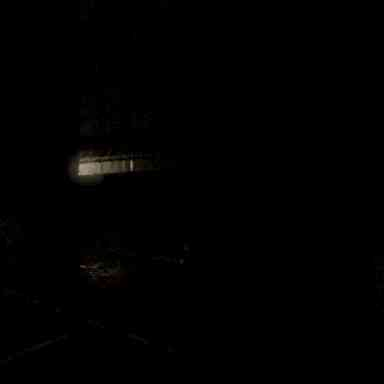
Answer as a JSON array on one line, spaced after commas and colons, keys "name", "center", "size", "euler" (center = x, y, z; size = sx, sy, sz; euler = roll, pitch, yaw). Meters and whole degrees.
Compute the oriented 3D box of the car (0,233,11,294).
[{"name": "car", "center": [-5.771, 1.276, 6.963], "size": [5.009, 1.841, 2.192], "euler": [0, 0, 35]}]
